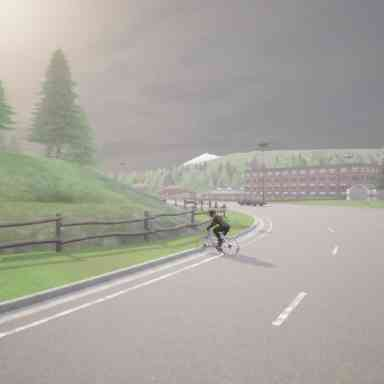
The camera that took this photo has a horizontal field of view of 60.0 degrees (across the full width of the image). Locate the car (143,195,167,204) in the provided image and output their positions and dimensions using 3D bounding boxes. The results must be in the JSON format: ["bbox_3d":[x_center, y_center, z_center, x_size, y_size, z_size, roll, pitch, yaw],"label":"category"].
[{"bbox_3d":[-6.922,1.601,63.762,1.895,1.301,4.718,0,0,-40],"label":"car"}]

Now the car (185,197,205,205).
[{"bbox_3d":[0.420,1.564,60.125,1.994,1.385,4.181,0,0,-38],"label":"car"}]

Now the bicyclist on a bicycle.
[{"bbox_3d":[0.870,1.455,11.729,1.656,1.620,0.582,-2,-1,30],"label":"bicyclist on a bicycle"}]

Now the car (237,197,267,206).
[{"bbox_3d":[9.636,1.547,53.388,2.033,1.411,5.357,0,0,-33],"label":"car"}]
